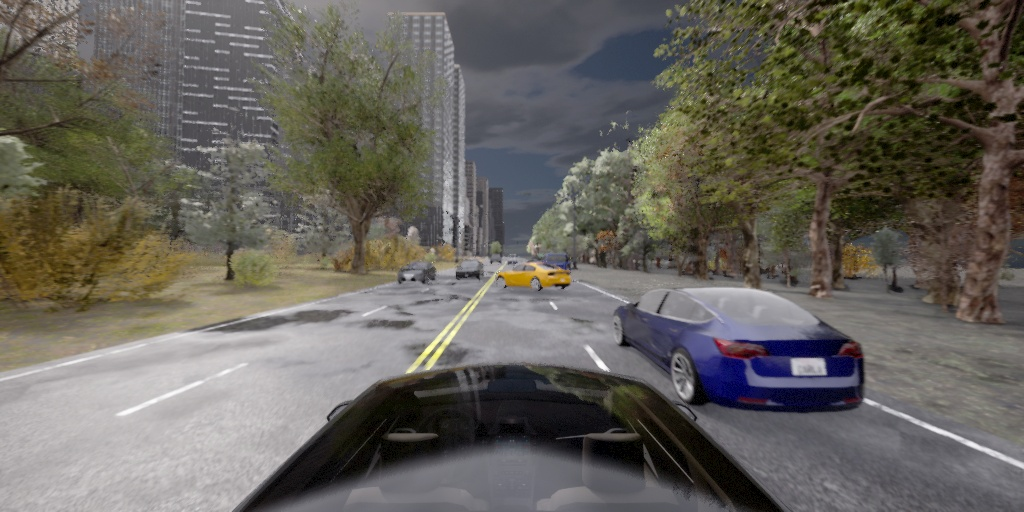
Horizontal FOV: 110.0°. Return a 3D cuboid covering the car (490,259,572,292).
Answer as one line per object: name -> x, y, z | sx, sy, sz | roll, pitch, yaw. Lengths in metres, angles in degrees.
car -> 1.074, 1.117, 20.171 | 1.882, 1.535, 5.008 | 1, -1, -38

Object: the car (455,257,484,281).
car -> -3.326, 1.069, 28.766 | 1.882, 1.535, 5.008 | -3, 2, 1

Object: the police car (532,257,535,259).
police car -> 3.316, 1.056, 39.251 | 2.038, 1.542, 4.974 | 1, 0, 0

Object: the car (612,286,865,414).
car -> 3.245, 1.236, 6.259 | 2.163, 1.488, 4.792 | 0, 0, 0

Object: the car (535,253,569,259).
car -> 3.312, 0.824, 28.272 | 2.150, 2.045, 5.566 | 2, 0, 0

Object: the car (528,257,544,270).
car -> 3.304, 0.976, 50.260 | 2.033, 1.649, 4.856 | -1, 0, 0

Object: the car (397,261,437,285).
car -> -6.539, 1.142, 25.149 | 2.128, 1.511, 4.902 | 0, 0, 0
